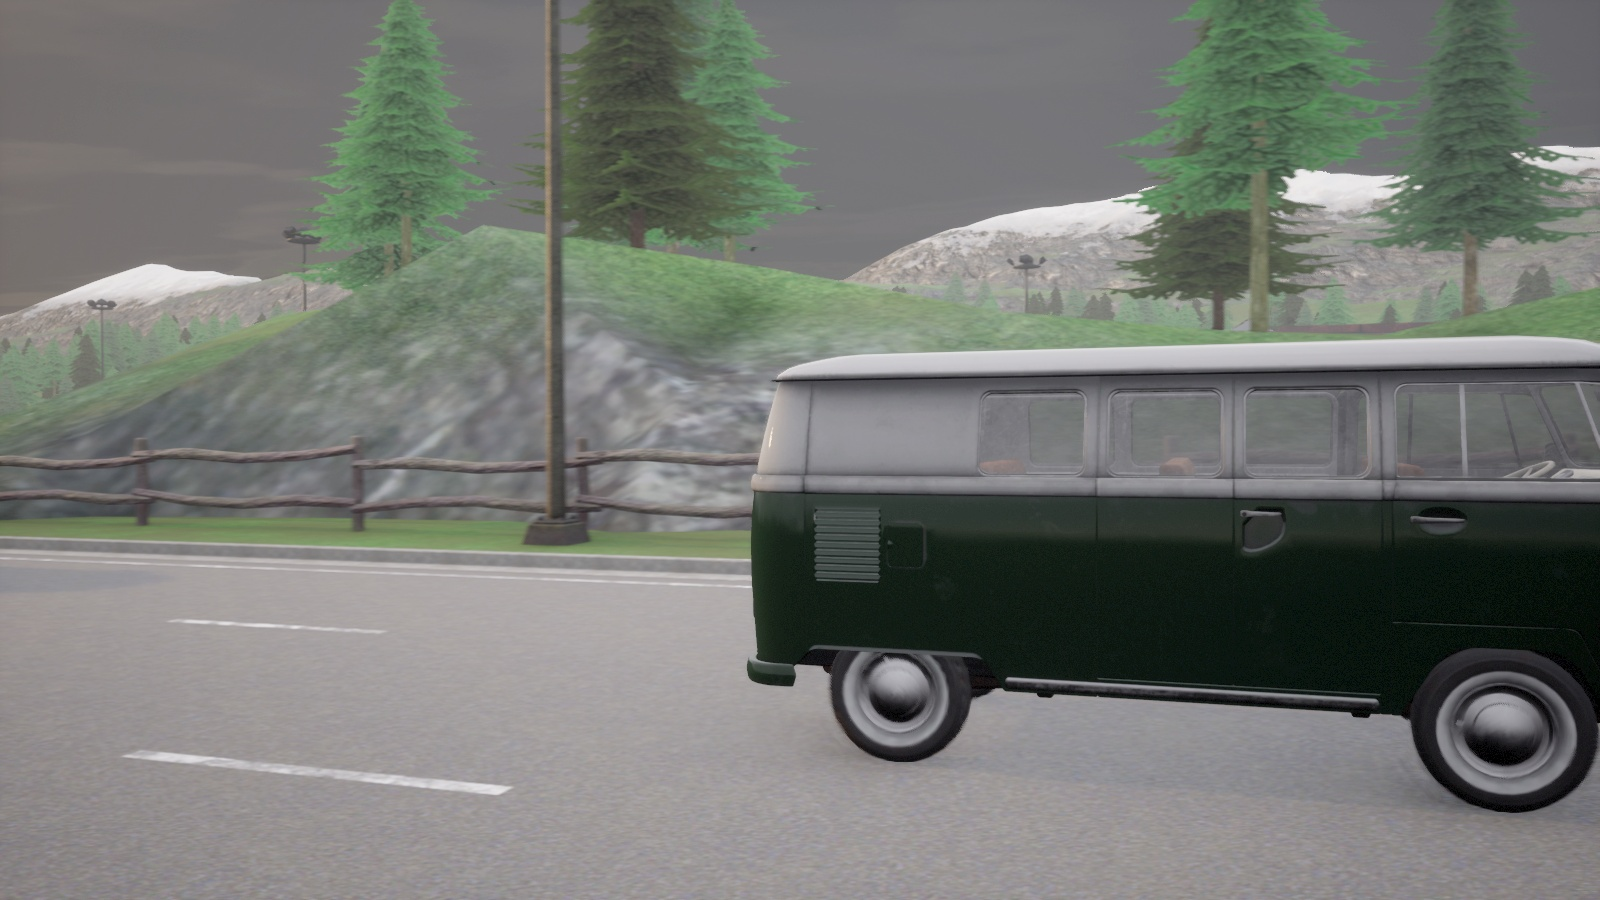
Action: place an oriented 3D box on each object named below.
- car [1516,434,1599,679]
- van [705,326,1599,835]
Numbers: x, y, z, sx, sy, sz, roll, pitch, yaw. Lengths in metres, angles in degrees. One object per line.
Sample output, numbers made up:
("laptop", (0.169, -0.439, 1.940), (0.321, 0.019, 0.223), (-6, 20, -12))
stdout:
("car", (7.394, 0.671, 8.089), (4.514, 1.525, 2.007), (1, 1, 19))
("van", (1.928, 0.487, 6.233), (4.442, 1.987, 1.775), (1, 1, 19))
